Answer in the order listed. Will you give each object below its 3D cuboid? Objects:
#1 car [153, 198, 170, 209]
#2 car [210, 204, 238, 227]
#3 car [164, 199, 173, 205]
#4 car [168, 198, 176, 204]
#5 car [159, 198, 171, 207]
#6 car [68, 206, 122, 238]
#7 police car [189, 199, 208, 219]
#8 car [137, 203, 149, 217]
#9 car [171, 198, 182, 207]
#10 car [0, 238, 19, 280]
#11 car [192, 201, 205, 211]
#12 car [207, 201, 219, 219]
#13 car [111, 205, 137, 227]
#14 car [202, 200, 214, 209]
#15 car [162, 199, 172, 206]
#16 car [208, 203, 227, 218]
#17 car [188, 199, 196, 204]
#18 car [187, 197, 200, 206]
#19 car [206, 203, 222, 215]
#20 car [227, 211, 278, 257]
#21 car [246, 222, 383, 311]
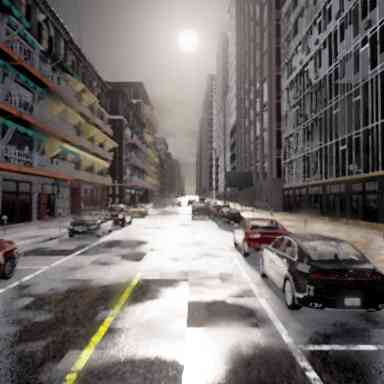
[{"bbox_3d":[-5.650,1.942,58.651,2.192,1.841,5.009,1,-1,0],"label":"car"},{"bbox_3d":[2.711,1.821,24.734,2.008,1.369,4.403,1,-1,0],"label":"car"},{"bbox_3d":[-5.644,2.424,81.253,1.947,1.339,4.313,1,-1,0],"label":"car"},{"bbox_3d":[-5.639,2.516,92.556,1.887,1.381,4.507,1,-1,0],"label":"car"},{"bbox_3d":[-5.647,2.183,69.951,1.967,1.590,4.097,1,-1,0],"label":"car"},{"bbox_3d":[-5.672,1.760,19.088,2.008,1.369,4.403,1,-1,0],"label":"car"},{"bbox_3d":[0.892,1.791,33.609,1.930,1.638,5.238,0,-1,0],"label":"police car"},{"bbox_3d":[-5.664,1.916,35.873,1.752,1.417,4.829,1,-1,0],"label":"car"},{"bbox_3d":[-2.998,2.184,64.577,2.128,1.511,4.902,0,-1,1],"label":"car"},{"bbox_3d":[-5.676,1.668,7.786,1.802,1.307,4.206,1,-1,0],"label":"car"},{"bbox_3d":[0.921,2.059,49.500,1.812,1.442,4.674,0,-1,0],"label":"car"},{"bbox_3d":[2.716,1.772,30.388,1.967,1.590,4.097,1,-1,0],"label":"car"},{"bbox_3d":[-5.667,1.710,24.741,1.967,1.590,4.097,1,-1,0],"label":"car"},{"bbox_3d":[2.726,2.193,58.643,1.947,1.339,4.313,1,-1,0],"label":"car"},{"bbox_3d":[-5.646,2.345,75.602,1.887,1.381,4.507,1,-1,0],"label":"car"},{"bbox_3d":[2.717,1.919,36.208,1.752,1.417,4.829,1,-1,0],"label":"car"},{"bbox_3d":[0.036,2.364,85.010,1.895,1.301,4.718,0,-1,0],"label":"car"},{"bbox_3d":[0.030,2.168,69.980,1.994,1.385,4.181,0,-1,0],"label":"car"},{"bbox_3d":[2.718,2.034,41.689,1.802,1.307,4.206,1,-1,0],"label":"car"},{"bbox_3d":[2.707,1.692,13.433,1.887,1.381,4.507,1,-1,0],"label":"car"},{"bbox_3d":[2.704,1.637,7.782,2.008,1.369,4.403,1,-1,0],"label":"car"}]
